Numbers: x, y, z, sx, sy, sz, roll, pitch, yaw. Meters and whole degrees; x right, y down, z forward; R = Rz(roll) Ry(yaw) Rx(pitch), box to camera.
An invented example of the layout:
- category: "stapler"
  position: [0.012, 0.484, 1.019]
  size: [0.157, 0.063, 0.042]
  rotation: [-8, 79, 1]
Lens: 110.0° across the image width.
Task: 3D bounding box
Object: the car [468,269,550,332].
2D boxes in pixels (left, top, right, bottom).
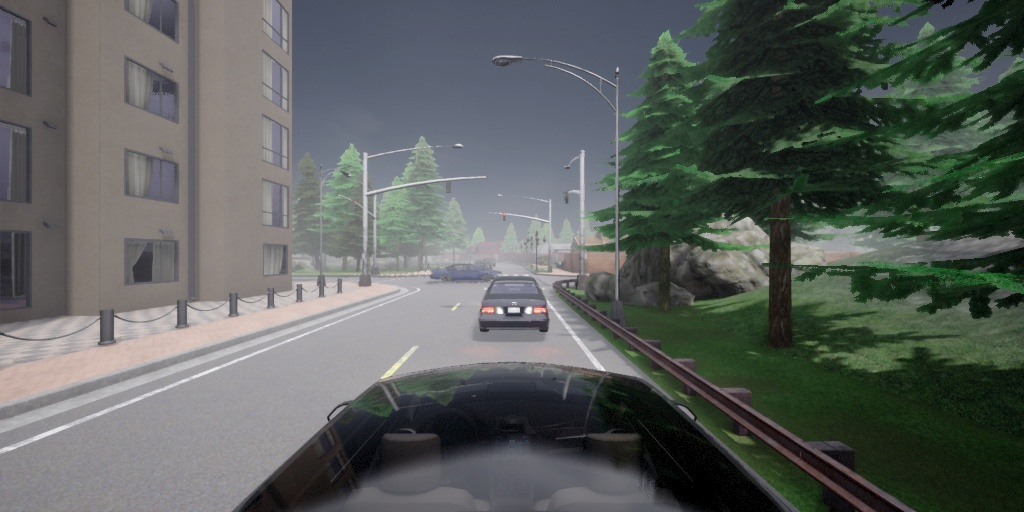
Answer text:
- category: "car"
  position: [0.068, 1.297, 10.802]
  size: [2.033, 1.411, 5.357]
  rotation: [0, 0, 1]

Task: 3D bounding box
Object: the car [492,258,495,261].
- category: "car"
  position: [-4.053, 1.226, 55.826]
  size: [1.837, 1.490, 4.892]
  rotation: [0, 0, 0]

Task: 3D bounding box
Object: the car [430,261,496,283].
- category: "car"
  position: [-3.421, 1.279, 27.025]
  size: [5.357, 1.411, 2.033]
  rotation: [0, 0, 1]

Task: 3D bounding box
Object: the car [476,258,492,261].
- category: "car"
  position: [-3.999, 1.225, 46.360]
  size: [1.837, 1.490, 4.892]
  rotation: [0, 0, 0]
